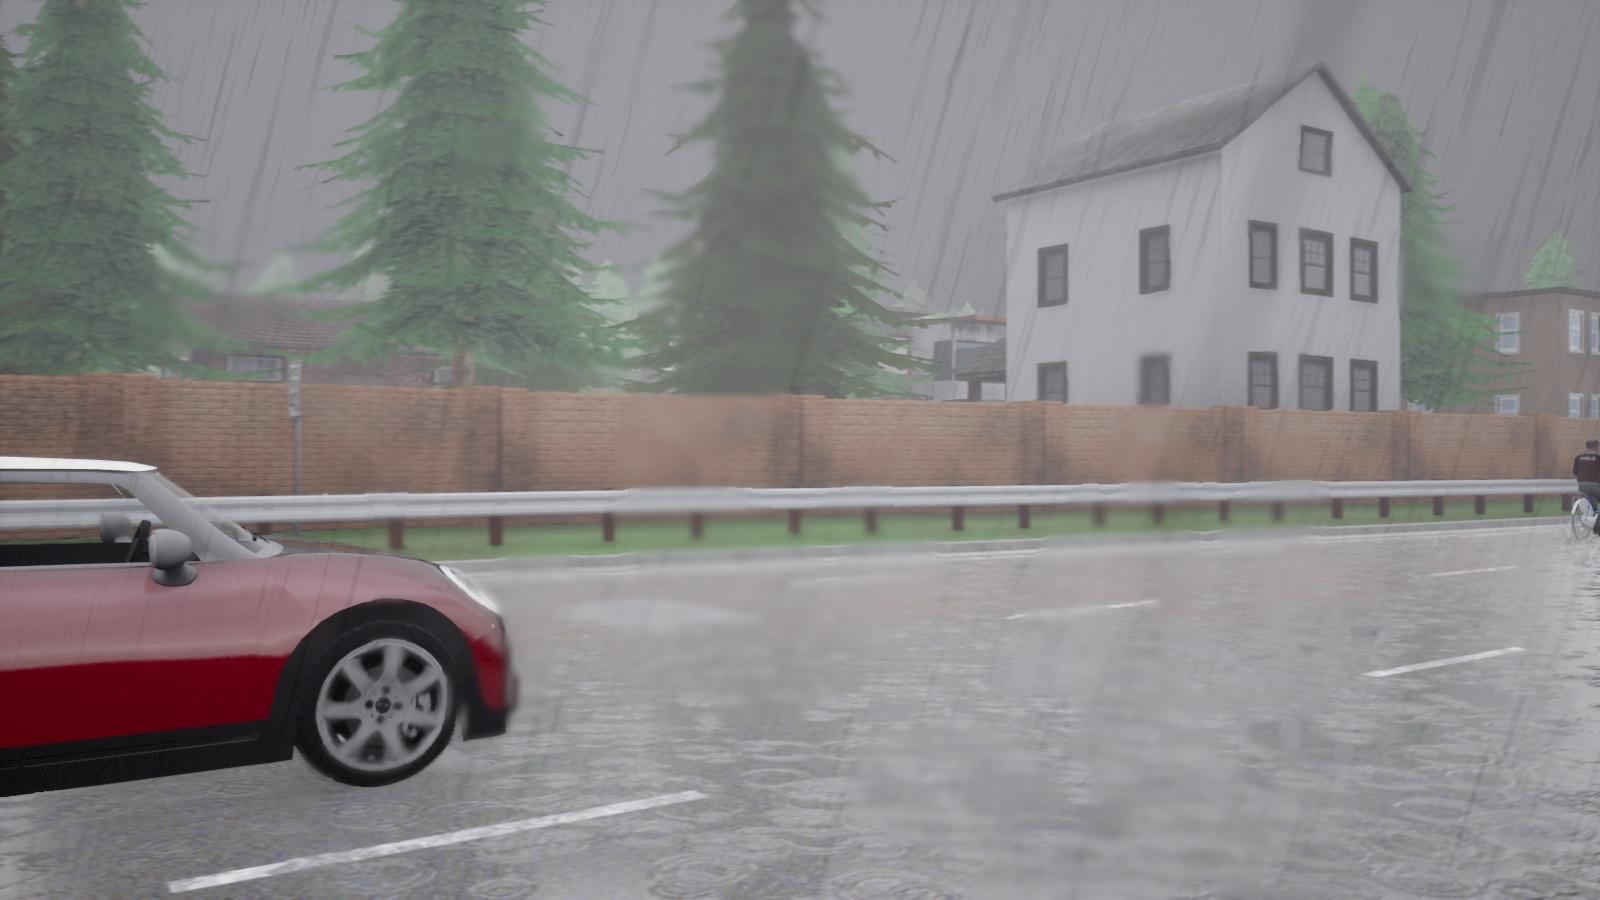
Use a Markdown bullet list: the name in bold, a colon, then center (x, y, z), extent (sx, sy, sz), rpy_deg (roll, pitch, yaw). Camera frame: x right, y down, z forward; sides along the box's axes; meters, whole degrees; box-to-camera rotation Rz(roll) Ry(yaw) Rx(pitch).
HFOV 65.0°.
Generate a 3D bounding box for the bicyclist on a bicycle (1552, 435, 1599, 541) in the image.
- **bicyclist on a bicycle**: center (13.883, 0.640, 21.851), extent (1.843, 1.776, 0.659), rpy_deg (0, 0, -35)

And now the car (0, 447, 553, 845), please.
- **car**: center (-3.290, 0.731, 5.634), extent (3.806, 1.475, 1.970), rpy_deg (0, 0, -35)
